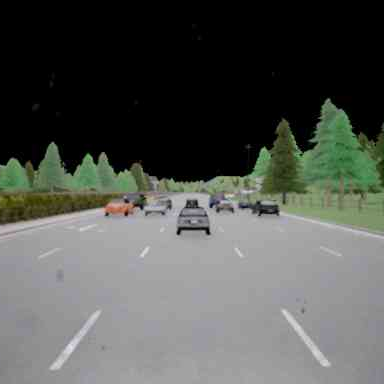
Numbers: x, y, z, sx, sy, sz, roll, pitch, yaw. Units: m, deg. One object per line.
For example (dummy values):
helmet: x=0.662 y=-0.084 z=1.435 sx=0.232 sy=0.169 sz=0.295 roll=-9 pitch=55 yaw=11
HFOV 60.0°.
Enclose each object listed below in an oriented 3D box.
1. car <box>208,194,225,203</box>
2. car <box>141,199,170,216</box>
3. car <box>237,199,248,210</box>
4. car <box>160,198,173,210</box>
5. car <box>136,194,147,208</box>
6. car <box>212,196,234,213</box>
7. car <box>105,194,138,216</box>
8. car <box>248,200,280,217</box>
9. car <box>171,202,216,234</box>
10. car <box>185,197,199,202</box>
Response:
car: x=3.548 y=1.236 z=46.923 sx=2.150 sy=2.045 sz=5.566 roll=0 pitch=0 yaw=-1
car: x=-3.534 y=1.614 z=33.160 sx=1.895 sy=1.301 sz=4.718 roll=0 pitch=0 yaw=0
car: x=6.963 y=1.610 z=42.748 sx=1.895 sy=1.301 sz=4.718 roll=0 pitch=0 yaw=0
car: x=-3.539 y=1.510 z=43.792 sx=2.128 sy=1.511 sz=4.902 roll=0 pitch=0 yaw=0
car: x=-7.047 y=1.243 z=42.610 sx=2.150 sy=2.045 sz=5.566 roll=0 pitch=0 yaw=0
car: x=3.557 y=1.536 z=37.006 sx=1.812 sy=1.442 sz=4.674 roll=0 pitch=0 yaw=0
car: x=-6.940 y=1.367 z=32.381 sx=2.097 sy=1.767 sz=4.553 roll=0 pitch=0 yaw=0
car: x=6.961 y=1.483 z=31.826 sx=1.882 sy=1.535 sz=5.008 roll=0 pitch=0 yaw=0
car: x=0.076 y=1.554 z=19.332 sx=2.033 sy=1.411 sz=5.357 roll=0 pitch=0 yaw=0
car: x=0.035 y=1.494 z=50.959 sx=1.882 sy=1.535 sz=5.008 roll=0 pitch=0 yaw=0
